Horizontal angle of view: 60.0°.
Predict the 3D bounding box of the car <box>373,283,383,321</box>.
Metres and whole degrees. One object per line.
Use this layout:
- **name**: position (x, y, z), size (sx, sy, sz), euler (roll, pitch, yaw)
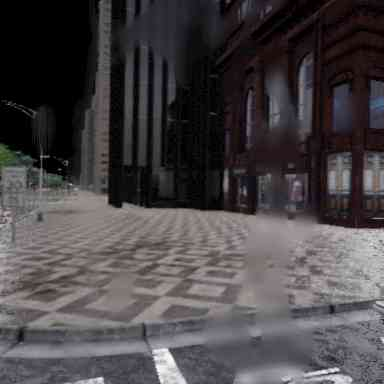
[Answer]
- **car**: position (5.253, 1.668, 5.100), size (4.718, 1.301, 1.895), euler (1, 0, -18)
